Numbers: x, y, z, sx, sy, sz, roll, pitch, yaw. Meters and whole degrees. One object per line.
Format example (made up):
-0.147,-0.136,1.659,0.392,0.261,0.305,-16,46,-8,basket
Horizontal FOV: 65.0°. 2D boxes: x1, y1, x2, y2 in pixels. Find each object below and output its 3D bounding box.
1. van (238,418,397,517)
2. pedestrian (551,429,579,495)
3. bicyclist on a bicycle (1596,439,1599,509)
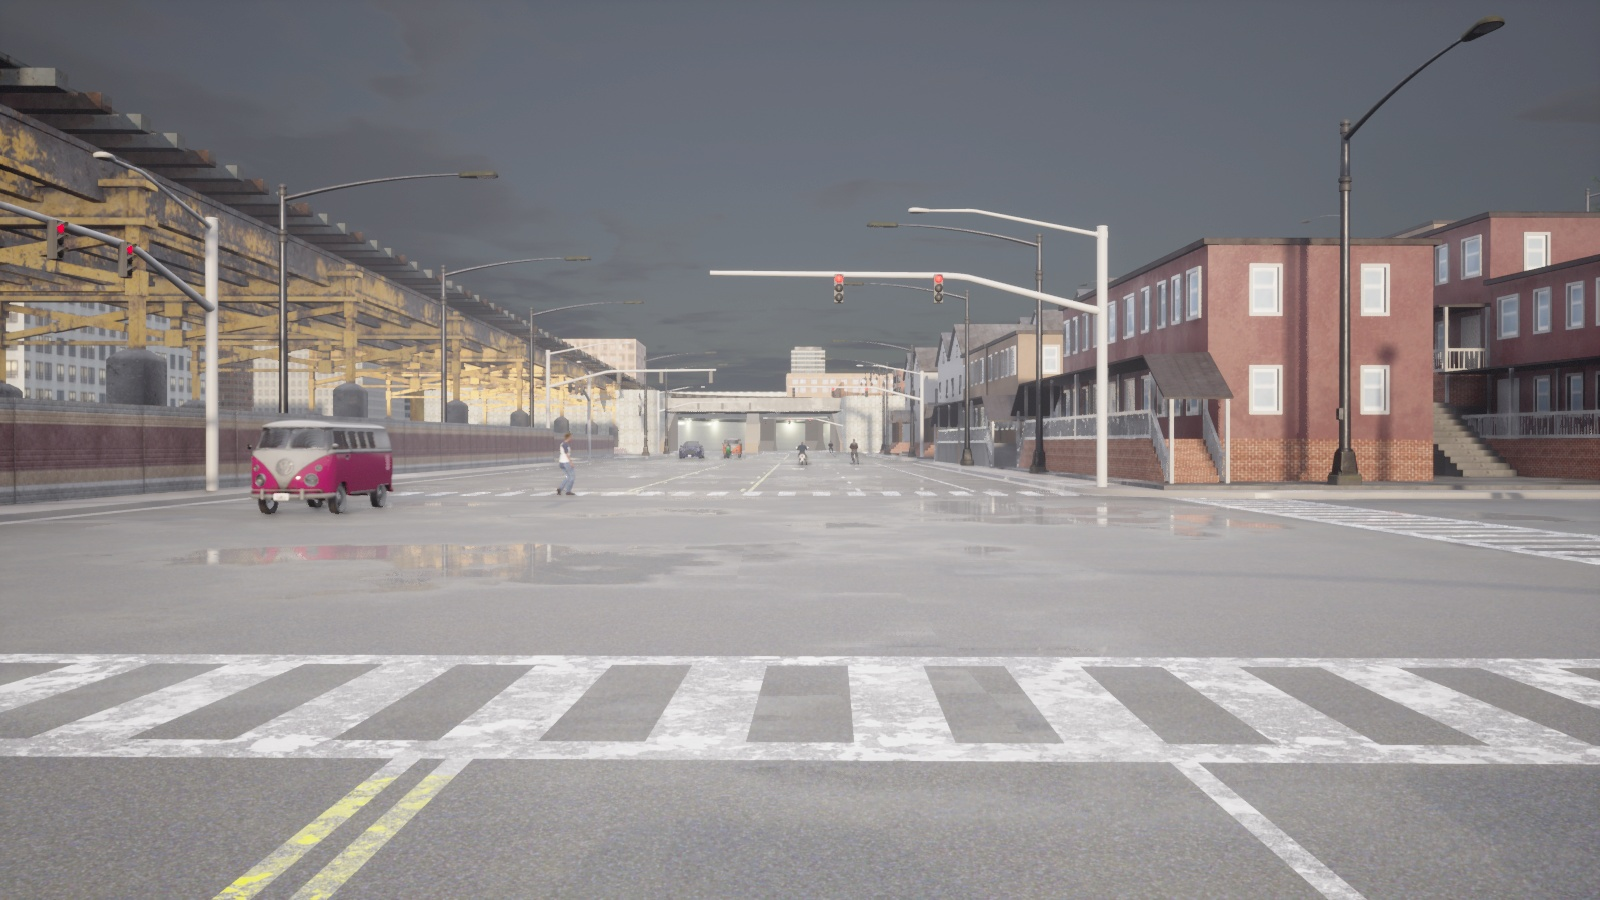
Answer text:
-10.439,0.335,27.530,1.775,1.987,4.442,0,0,0,van
-6.585,0.327,35.216,0.706,1.836,0.354,0,0,-23,pedestrian
19.281,0.552,28.819,1.656,1.620,0.582,0,0,0,bicyclist on a bicycle
